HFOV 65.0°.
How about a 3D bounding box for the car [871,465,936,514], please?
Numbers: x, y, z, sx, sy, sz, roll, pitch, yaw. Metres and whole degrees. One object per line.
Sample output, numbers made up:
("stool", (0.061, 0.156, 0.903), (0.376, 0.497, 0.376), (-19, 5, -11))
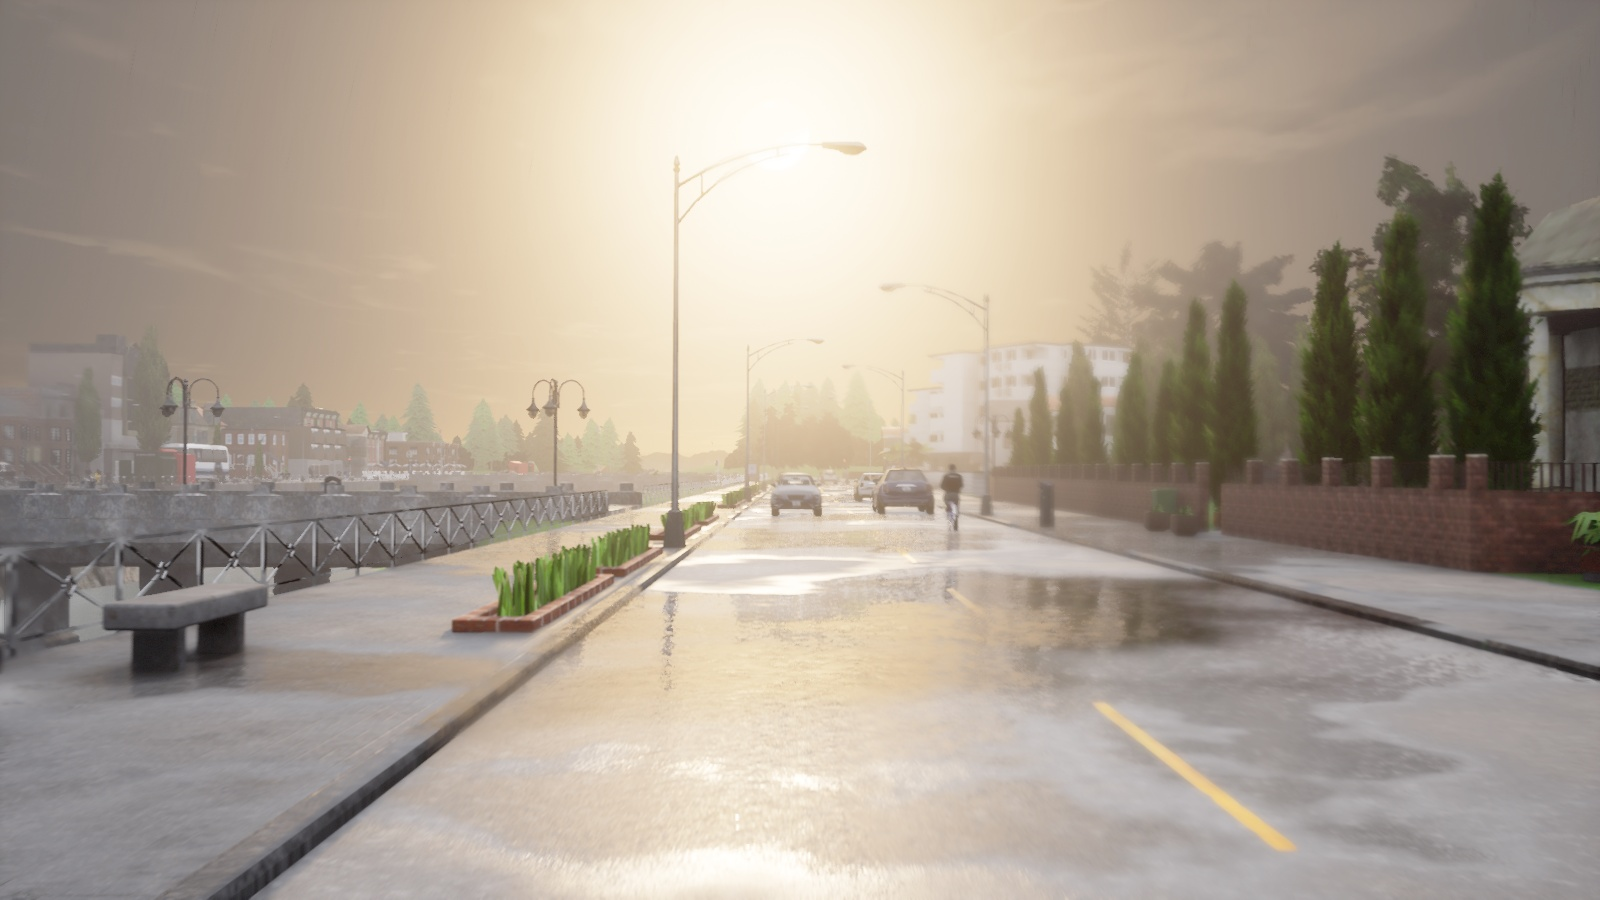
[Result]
("car", (3.888, 1.460, 47.888), (2.097, 1.767, 4.553), (0, -1, 0))

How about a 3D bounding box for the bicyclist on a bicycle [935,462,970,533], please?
("bicyclist on a bicycle", (3.916, 1.212, 32.409), (0.659, 1.776, 1.843), (0, -1, 0))

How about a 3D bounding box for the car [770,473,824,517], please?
("car", (-0.104, 1.575, 44.567), (1.816, 1.474, 4.193), (0, -1, 0))

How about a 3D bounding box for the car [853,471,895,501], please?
("car", (3.845, 1.869, 65.928), (1.970, 1.475, 3.806), (0, -1, 0))
